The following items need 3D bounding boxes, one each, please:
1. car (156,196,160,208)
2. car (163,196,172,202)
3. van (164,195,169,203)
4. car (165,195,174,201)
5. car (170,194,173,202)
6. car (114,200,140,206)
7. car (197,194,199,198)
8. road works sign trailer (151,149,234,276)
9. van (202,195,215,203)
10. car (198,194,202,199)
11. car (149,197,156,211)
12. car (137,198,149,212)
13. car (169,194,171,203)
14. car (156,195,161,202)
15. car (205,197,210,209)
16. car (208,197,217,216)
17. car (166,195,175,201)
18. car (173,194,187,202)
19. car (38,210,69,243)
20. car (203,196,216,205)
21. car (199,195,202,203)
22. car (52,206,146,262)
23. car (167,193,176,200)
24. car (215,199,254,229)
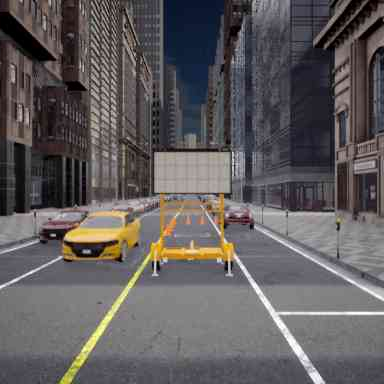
[{"bbox_3d":[-5.722,1.553,44.027,1.887,1.381,4.507,0,0,0],"label":"car"},{"bbox_3d":[-5.693,1.583,77.638,1.947,1.339,4.313,0,0,0],"label":"car"},{"bbox_3d":[-5.706,1.354,60.833,1.690,1.788,3.998,0,0,0],"label":"van"},{"bbox_3d":[-5.687,1.459,83.240,1.967,1.590,4.097,0,0,0],"label":"car"},{"bbox_3d":[-5.697,1.456,72.037,1.967,1.590,4.097,0,0,0],"label":"car"},{"bbox_3d":[-5.736,1.586,27.222,1.802,1.307,4.206,0,0,0],"label":"car"},{"bbox_3d":[2.838,1.563,83.244,1.887,1.381,4.507,0,0,0],"label":"car"},{"bbox_3d":[0.009,0.465,10.303,2.380,3.560,2.880,0,0,0],"label":"road works sign trailer"},{"bbox_3d":[2.809,1.350,49.631,1.690,1.788,3.998,0,0,0],"label":"van"},{"bbox_3d":[2.823,1.454,66.437,1.967,1.590,4.097,0,0,0],"label":"car"},{"bbox_3d":[-5.726,1.447,38.425,1.967,1.590,4.097,0,0,0],"label":"car"},{"bbox_3d":[-5.731,1.531,32.654,1.752,1.417,4.829,0,0,0],"label":"car"},{"bbox_3d":[-5.702,1.596,66.434,1.802,1.307,4.206,0,0,0],"label":"car"},{"bbox_3d":[-5.717,1.554,49.630,1.887,1.381,4.507,0,0,0],"label":"car"},{"bbox_3d":[2.799,1.551,38.427,1.887,1.381,4.507,0,0,0],"label":"car"},{"bbox_3d":[2.794,1.531,32.994,1.752,1.417,4.829,0,0,0],"label":"car"},{"bbox_3d":[-5.683,1.586,88.841,1.947,1.339,4.313,0,0,0],"label":"car"},{"bbox_3d":[-2.933,1.508,77.572,2.128,1.511,4.902,0,0,0],"label":"car"},{"bbox_3d":[-5.746,1.547,16.018,1.887,1.381,4.507,0,0,0],"label":"car"},{"bbox_3d":[2.804,1.553,44.028,1.887,1.381,4.507,0,0,0],"label":"car"},{"bbox_3d":[2.818,1.557,60.836,1.887,1.381,4.507,0,0,0],"label":"car"},{"bbox_3d":[-3.090,1.479,12.264,1.882,1.535,5.008,0,0,0],"label":"car"},{"bbox_3d":[-5.677,1.337,94.443,2.192,1.841,5.009,0,0,0],"label":"car"},{"bbox_3d":[2.785,1.443,21.620,1.967,1.590,4.097,0,0,0],"label":"car"}]
